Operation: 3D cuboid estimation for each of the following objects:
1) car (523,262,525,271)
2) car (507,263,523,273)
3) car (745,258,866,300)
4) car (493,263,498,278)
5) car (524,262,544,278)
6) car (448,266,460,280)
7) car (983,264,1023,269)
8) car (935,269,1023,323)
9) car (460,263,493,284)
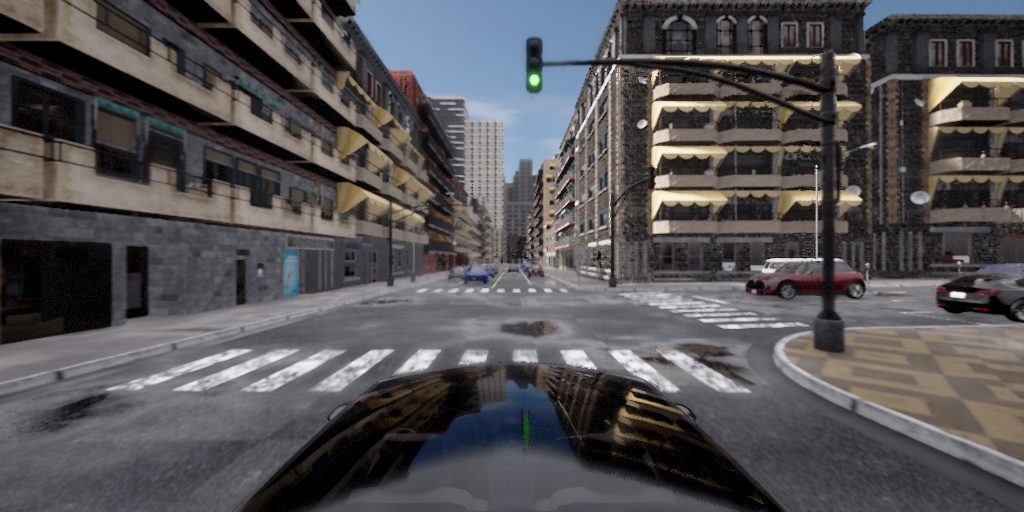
[{"bbox_3d":[2.847,2.073,59.454,2.007,1.370,4.403,0,0,0],"label":"car"},{"bbox_3d":[0.243,2.045,57.651,2.033,1.411,5.357,0,-1,0],"label":"car"},{"bbox_3d":[13.597,1.050,16.852,4.553,1.767,2.097,-1,0,0],"label":"car"},{"bbox_3d":[-2.982,1.839,41.395,1.994,1.385,4.181,0,-1,1],"label":"car"},{"bbox_3d":[2.799,1.736,42.873,1.967,1.591,4.097,0,0,0],"label":"car"},{"bbox_3d":[-5.596,1.770,37.375,2.007,1.370,4.403,0,0,0],"label":"car"},{"bbox_3d":[23.855,1.087,16.947,5.357,1.411,2.033,-1,0,-1],"label":"car"},{"bbox_3d":[15.795,1.203,11.057,4.313,1.339,1.948,0,0,-1],"label":"car"},{"bbox_3d":[-3.022,1.617,31.440,1.882,1.535,5.008,0,-1,0],"label":"car"}]
